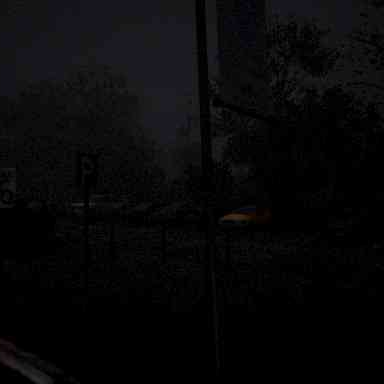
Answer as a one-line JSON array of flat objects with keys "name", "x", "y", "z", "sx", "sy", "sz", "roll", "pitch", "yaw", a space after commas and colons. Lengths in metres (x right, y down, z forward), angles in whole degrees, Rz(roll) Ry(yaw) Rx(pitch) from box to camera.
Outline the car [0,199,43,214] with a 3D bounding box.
[{"name": "car", "x": -19.070, "y": 1.515, "z": 36.235, "sx": 2.163, "sy": 1.488, "sz": 4.792, "roll": 0, "pitch": 0, "yaw": 35}]

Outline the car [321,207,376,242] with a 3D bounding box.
[{"name": "car", "x": 8.065, "y": 1.518, "z": 16.907, "sx": 2.163, "sy": 1.488, "sz": 4.792, "roll": 0, "pitch": 0, "yaw": 35}]

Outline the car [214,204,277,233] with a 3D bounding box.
[{"name": "car", "x": 3.447, "y": 1.489, "z": 19.993, "sx": 1.946, "sy": 1.575, "sz": 5.366, "roll": 0, "pitch": 0, "yaw": 35}]

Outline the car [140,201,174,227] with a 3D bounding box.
[{"name": "car", "x": -0.968, "y": 1.497, "z": 23.362, "sx": 2.231, "sy": 1.521, "sz": 4.892, "roll": 0, "pitch": 0, "yaw": 35}]

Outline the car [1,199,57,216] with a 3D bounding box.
[{"name": "car", "x": -16.834, "y": 1.527, "z": 34.577, "sx": 2.163, "sy": 1.488, "sz": 4.792, "roll": 0, "pitch": 0, "yaw": 35}]

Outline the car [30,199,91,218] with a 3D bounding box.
[{"name": "car", "x": -12.295, "y": 1.503, "z": 31.385, "sx": 2.097, "sy": 1.535, "sz": 5.008, "roll": 0, "pitch": 0, "yaw": 35}]

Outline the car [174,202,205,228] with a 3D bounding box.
[{"name": "car", "x": 1.308, "y": 1.524, "z": 21.774, "sx": 2.163, "sy": 1.488, "sz": 4.792, "roll": 0, "pitch": 0, "yaw": 35}]

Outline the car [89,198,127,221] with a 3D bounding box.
[{"name": "car", "x": -5.497, "y": 1.500, "z": 26.573, "sx": 2.097, "sy": 1.535, "sz": 5.008, "roll": 0, "pitch": 0, "yaw": 35}]

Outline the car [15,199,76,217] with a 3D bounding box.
[{"name": "car", "x": -14.449, "y": 1.497, "z": 33.147, "sx": 1.946, "sy": 1.575, "sz": 5.366, "roll": 0, "pitch": 0, "yaw": 35}]

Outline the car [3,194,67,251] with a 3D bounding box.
[{"name": "car", "x": -7.849, "y": 1.243, "z": 12.163, "sx": 2.435, "sy": 2.045, "sz": 5.566, "roll": 0, "pitch": 0, "yaw": 35}]

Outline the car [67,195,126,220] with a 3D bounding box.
[{"name": "car", "x": -7.780, "y": 1.251, "z": 28.152, "sx": 2.435, "sy": 2.045, "sz": 5.566, "roll": 0, "pitch": 0, "yaw": 35}]

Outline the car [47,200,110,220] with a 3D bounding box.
[{"name": "car", "x": -10.030, "y": 1.505, "z": 29.776, "sx": 2.231, "sy": 1.521, "sz": 4.892, "roll": 0, "pitch": 0, "yaw": 35}]

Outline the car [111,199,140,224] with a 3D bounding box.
[{"name": "car", "x": -3.233, "y": 1.498, "z": 24.967, "sx": 2.097, "sy": 1.535, "sz": 5.008, "roll": 0, "pitch": 0, "yaw": 35}]
